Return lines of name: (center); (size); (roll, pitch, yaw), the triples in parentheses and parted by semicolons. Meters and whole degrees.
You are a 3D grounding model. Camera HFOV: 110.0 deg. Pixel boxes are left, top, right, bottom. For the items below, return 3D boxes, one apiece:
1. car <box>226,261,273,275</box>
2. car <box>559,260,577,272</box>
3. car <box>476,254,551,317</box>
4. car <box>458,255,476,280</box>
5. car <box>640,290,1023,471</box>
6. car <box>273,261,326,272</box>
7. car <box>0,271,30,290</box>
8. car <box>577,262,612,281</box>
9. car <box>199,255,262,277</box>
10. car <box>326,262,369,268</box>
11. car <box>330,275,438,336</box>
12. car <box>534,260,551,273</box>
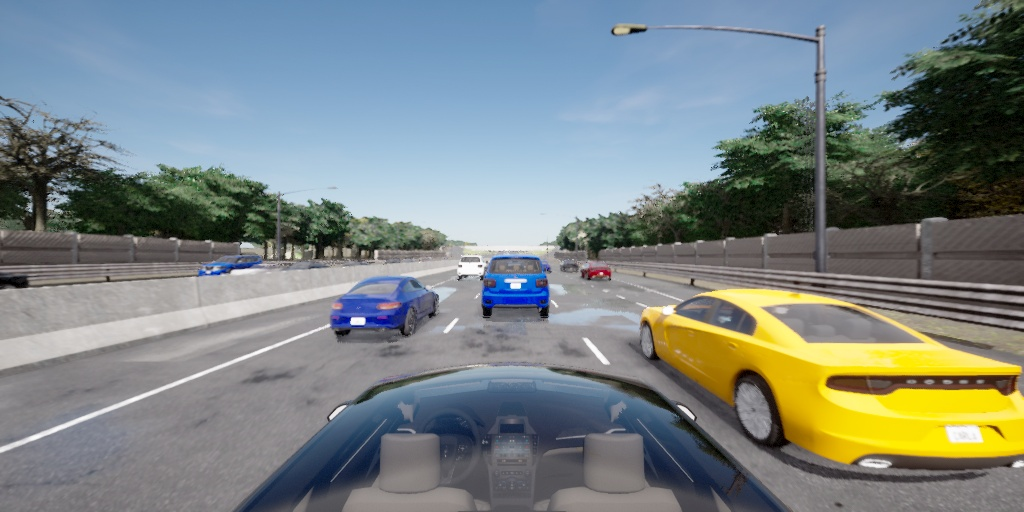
car: (-21.006, 1.344, 30.110); (1.895, 1.301, 4.718); (0, 0, 0)
car: (7.276, 1.276, 46.171); (1.837, 1.490, 4.892); (0, 0, 1)
car: (0.118, 0.964, 13.200); (2.150, 2.045, 5.566); (0, 0, 0)
car: (-3.305, 0.968, 30.950); (2.150, 2.045, 5.566); (0, 0, 0)
car: (3.503, 1.225, 5.253); (1.882, 1.535, 5.008); (0, 0, 0)
car: (-17.502, 1.222, 30.437); (1.882, 1.535, 5.008); (0, 0, 0)
car: (-23.829, 1.216, 14.899); (1.882, 1.535, 5.008); (0, 0, -3)
car: (7.049, 1.225, 30.488); (1.882, 1.535, 5.008); (0, 0, 2)
car: (-24.427, 0.964, 31.583); (2.150, 2.045, 5.566); (0, 0, 0)
car: (-13.993, 1.251, 31.664); (1.837, 1.490, 4.892); (0, 0, 0)
car: (-3.388, 1.268, 10.197); (1.812, 1.442, 4.674); (0, 0, 0)
car: (3.693, 1.291, 44.060); (1.812, 1.442, 4.674); (0, 0, 1)
